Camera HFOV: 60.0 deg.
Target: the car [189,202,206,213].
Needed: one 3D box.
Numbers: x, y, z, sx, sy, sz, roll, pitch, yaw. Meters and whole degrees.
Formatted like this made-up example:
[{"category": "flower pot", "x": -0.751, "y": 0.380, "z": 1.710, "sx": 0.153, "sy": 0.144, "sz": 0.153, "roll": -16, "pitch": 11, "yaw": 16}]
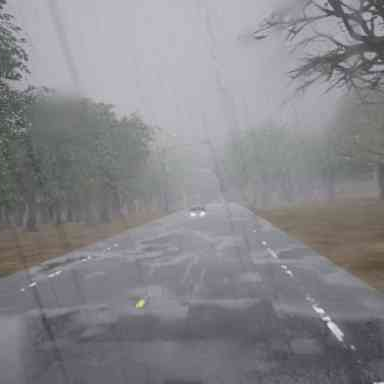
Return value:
[{"category": "car", "x": 0.795, "y": 2.020, "z": 45.576, "sx": 1.994, "sy": 1.385, "sz": 4.181, "roll": -3, "pitch": -1, "yaw": 5}]
